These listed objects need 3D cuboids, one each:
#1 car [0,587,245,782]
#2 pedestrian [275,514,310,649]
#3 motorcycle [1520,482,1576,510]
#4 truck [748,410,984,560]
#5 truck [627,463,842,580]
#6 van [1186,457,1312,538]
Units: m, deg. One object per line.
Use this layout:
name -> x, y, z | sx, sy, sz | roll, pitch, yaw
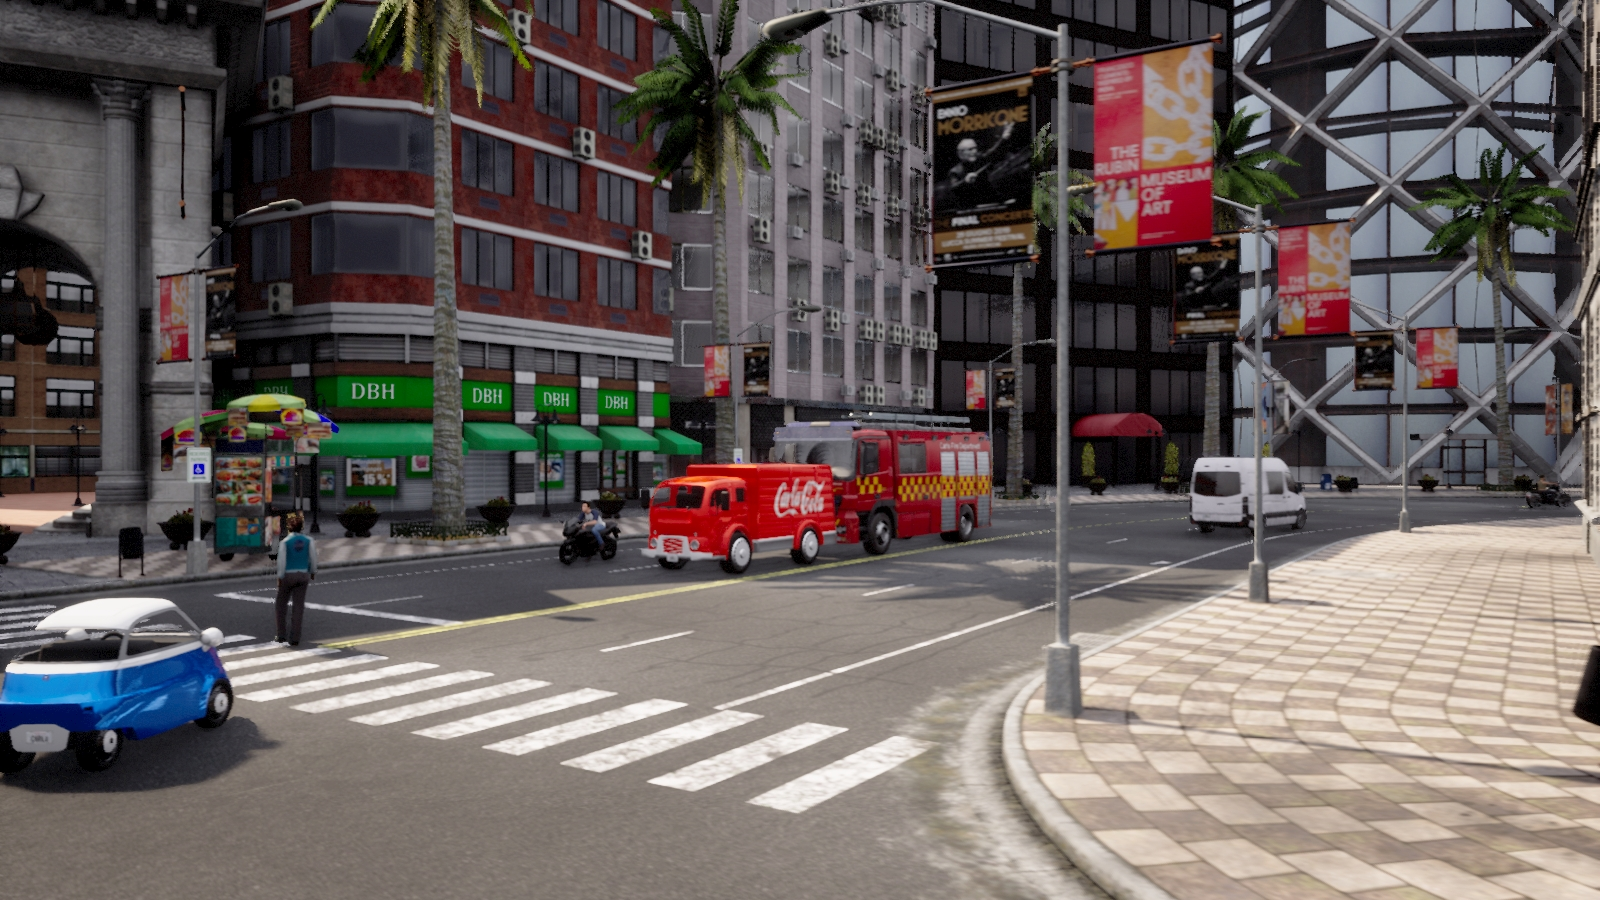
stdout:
car -> -6.496, 2.121, 10.794 | 1.481, 1.376, 2.207 | 0, 0, -2
pedestrian -> -7.209, 1.849, 16.233 | 0.375, 1.860, 0.375 | 0, 0, -37
motorcycle -> 35.496, 2.168, 54.235 | 2.356, 1.277, 0.764 | 0, 0, -12
truck -> 2.193, 0.890, 33.382 | 2.891, 3.827, 8.468 | 0, 0, 35
truck -> -1.434, 1.568, 27.582 | 2.627, 2.467, 5.204 | 0, 0, 33
van -> 15.481, 1.533, 39.184 | 1.988, 2.561, 5.915 | 0, 0, 43
